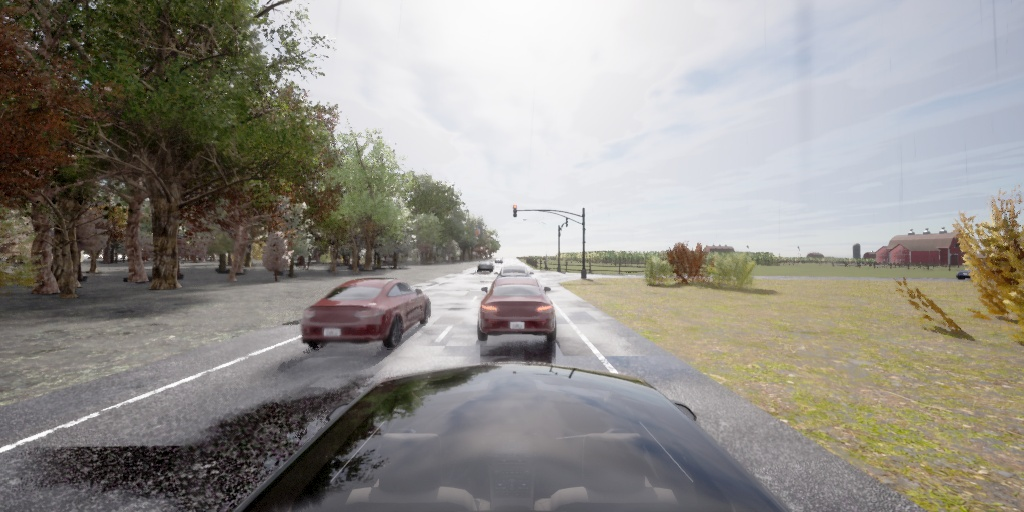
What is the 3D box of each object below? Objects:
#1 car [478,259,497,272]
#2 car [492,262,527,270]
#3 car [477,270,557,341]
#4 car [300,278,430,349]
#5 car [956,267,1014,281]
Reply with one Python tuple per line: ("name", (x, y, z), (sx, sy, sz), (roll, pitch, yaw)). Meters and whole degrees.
("car", (-3.384, 1.323, 46.792), (1.994, 1.385, 4.181), (0, 0, 0))
("car", (0.105, 1.260, 19.021), (1.837, 1.490, 4.892), (0, 0, 0))
("car", (0.112, 1.278, 9.759), (1.812, 1.442, 4.674), (0, 0, 0))
("car", (-3.395, 1.278, 9.067), (1.812, 1.442, 4.674), (0, 0, 0))
("car", (48.945, 1.847, 37.114), (4.181, 1.385, 1.994), (1, -1, 0))
